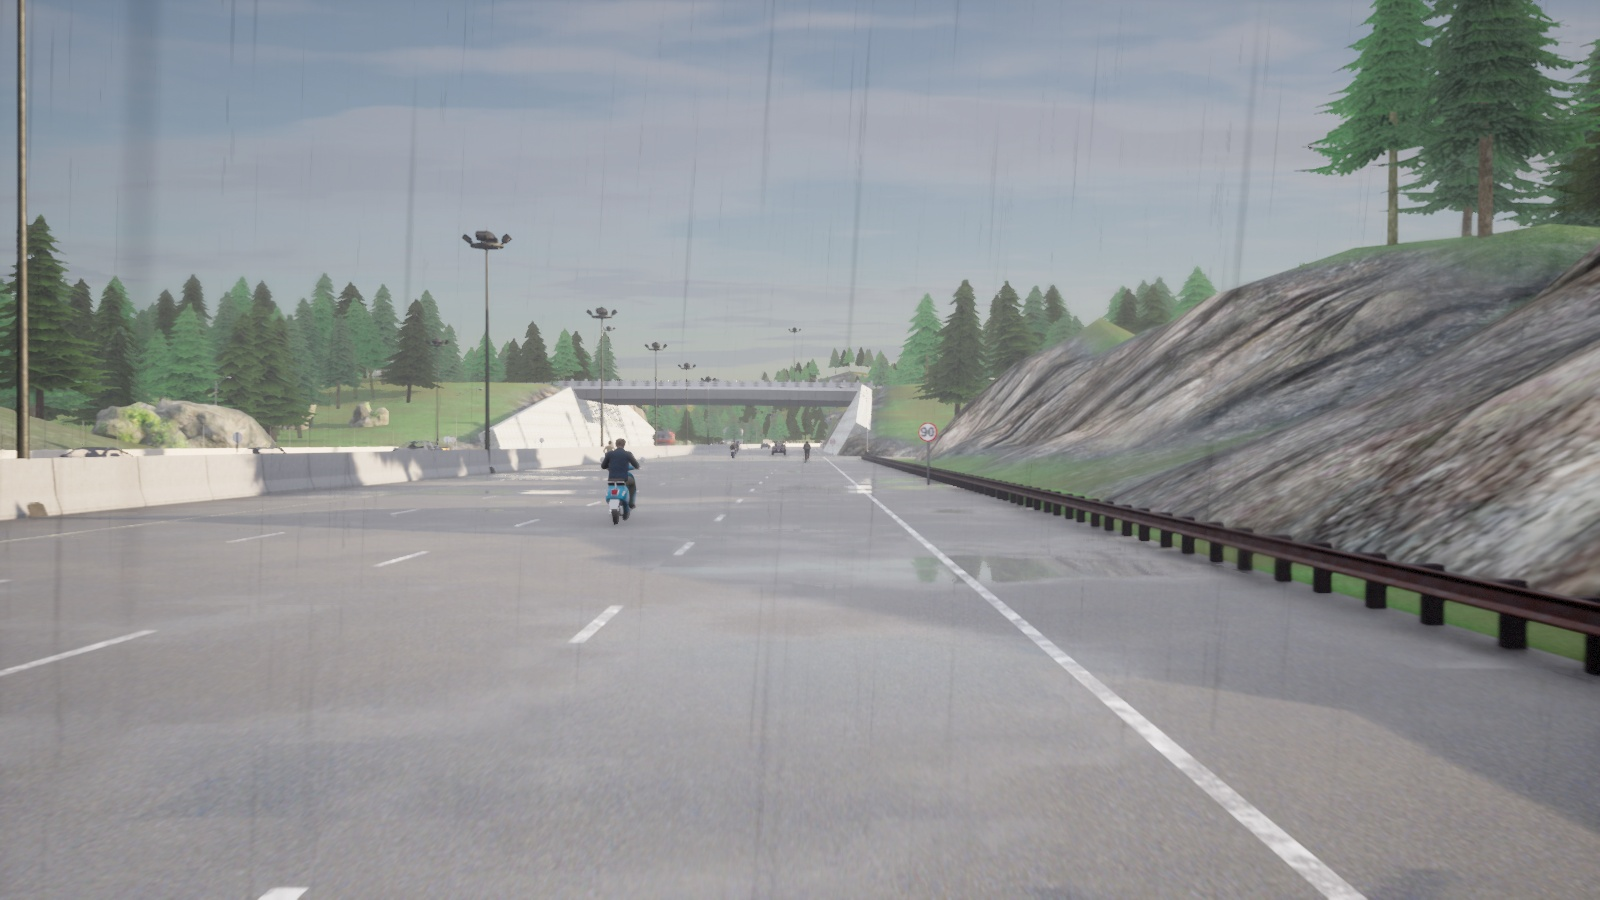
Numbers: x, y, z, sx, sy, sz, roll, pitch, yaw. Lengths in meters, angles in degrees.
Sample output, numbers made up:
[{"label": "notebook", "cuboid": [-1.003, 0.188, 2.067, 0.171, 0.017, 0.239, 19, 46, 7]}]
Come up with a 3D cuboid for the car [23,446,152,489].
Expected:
[{"label": "car", "cuboid": [-24.245, 0.549, 42.924, 1.994, 1.385, 4.181, 0, 0, 0]}]

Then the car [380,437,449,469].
[{"label": "car", "cuboid": [-20.609, 0.129, 67.321, 2.152, 1.651, 5.027, 0, 0, 0]}]

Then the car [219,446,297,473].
[{"label": "car", "cuboid": [-27.627, 0.463, 64.162, 1.895, 1.301, 4.718, 0, 0, 0]}]

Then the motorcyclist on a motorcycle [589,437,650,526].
[{"label": "motorcyclist on a motorcycle", "cuboid": [-3.353, 0.565, 23.507, 0.866, 1.590, 1.817, 0, 0, 0]}]
